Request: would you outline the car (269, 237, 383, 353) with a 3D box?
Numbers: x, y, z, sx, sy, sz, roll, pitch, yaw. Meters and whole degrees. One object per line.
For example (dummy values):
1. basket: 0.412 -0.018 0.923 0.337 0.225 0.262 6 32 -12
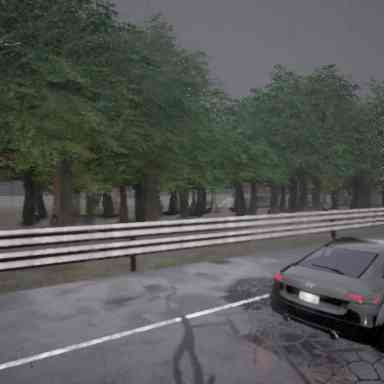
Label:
1. car: 3.392 1.556 6.167 4.181 1.385 1.994 0 0 -36
